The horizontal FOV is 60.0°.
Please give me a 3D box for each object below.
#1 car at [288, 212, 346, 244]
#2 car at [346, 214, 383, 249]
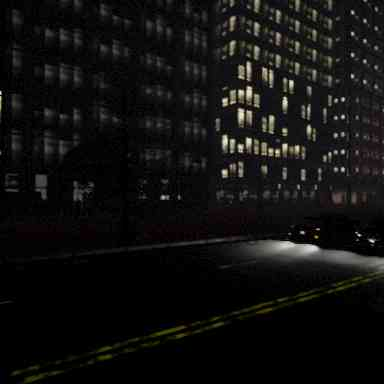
[{"bbox_3d":[6.773,1.738,16.823,4.181,1.385,1.994,1,-1,-37],"label":"car"},{"bbox_3d":[8.902,1.679,14.358,4.892,1.490,1.837,1,0,-37],"label":"car"}]
